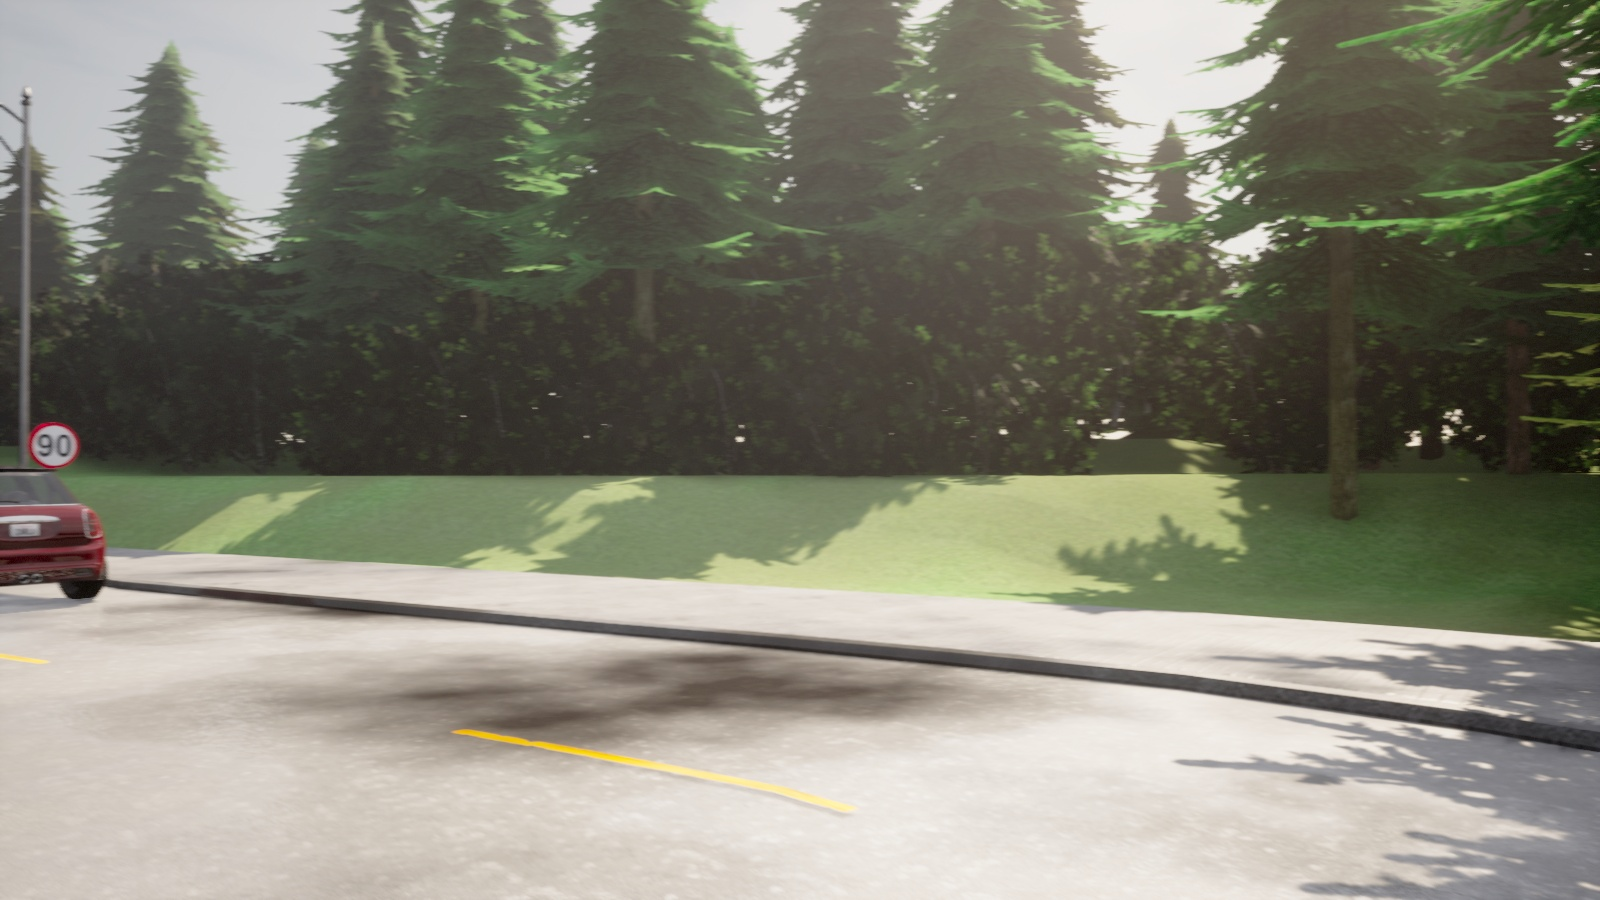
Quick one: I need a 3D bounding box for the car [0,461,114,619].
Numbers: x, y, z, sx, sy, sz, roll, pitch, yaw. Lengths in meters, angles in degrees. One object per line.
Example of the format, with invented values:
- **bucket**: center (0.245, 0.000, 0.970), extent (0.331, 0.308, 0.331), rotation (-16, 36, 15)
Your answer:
- **car**: center (-10.787, 1.054, 15.559), extent (4.553, 1.767, 2.097), rotation (-1, -1, 33)
